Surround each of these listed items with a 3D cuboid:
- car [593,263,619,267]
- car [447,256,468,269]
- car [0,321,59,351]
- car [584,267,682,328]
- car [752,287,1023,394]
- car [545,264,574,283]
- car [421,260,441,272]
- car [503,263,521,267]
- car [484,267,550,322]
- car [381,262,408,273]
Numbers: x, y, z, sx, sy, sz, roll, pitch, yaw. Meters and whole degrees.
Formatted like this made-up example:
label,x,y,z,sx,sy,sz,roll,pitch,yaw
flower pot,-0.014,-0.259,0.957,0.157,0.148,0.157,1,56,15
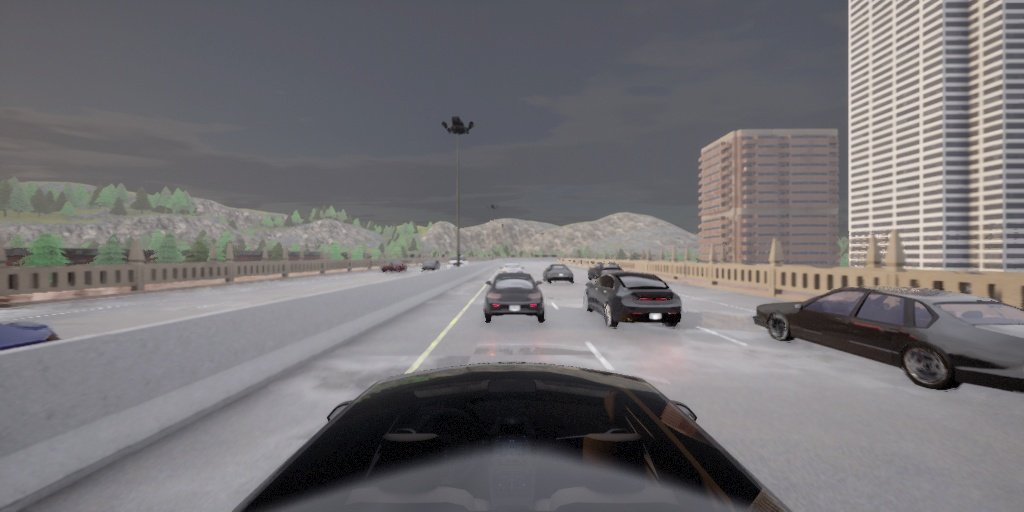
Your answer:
label,x,y,z,sx,sy,sz,roll,pitch,yaw
car,7.033,1.248,27.186,2.128,1.511,4.902,0,0,0
car,-7.202,0.999,48.140,2.150,2.045,5.566,0,0,0
car,-7.106,1.281,3.043,1.812,1.442,4.674,0,0,0
car,3.574,1.257,11.358,1.837,1.490,4.892,0,0,0
car,7.086,1.295,6.713,2.033,1.411,5.357,0,0,0
car,3.532,1.323,27.776,1.994,1.385,4.181,0,0,0
car,-10.702,1.284,47.805,1.837,1.490,4.892,0,-1,0
car,0.017,1.287,28.266,1.812,1.442,4.674,0,0,0
car,0.072,1.280,12.249,1.812,1.442,4.674,0,0,0
car,-14.200,1.378,43.364,1.895,1.301,4.718,0,0,0
